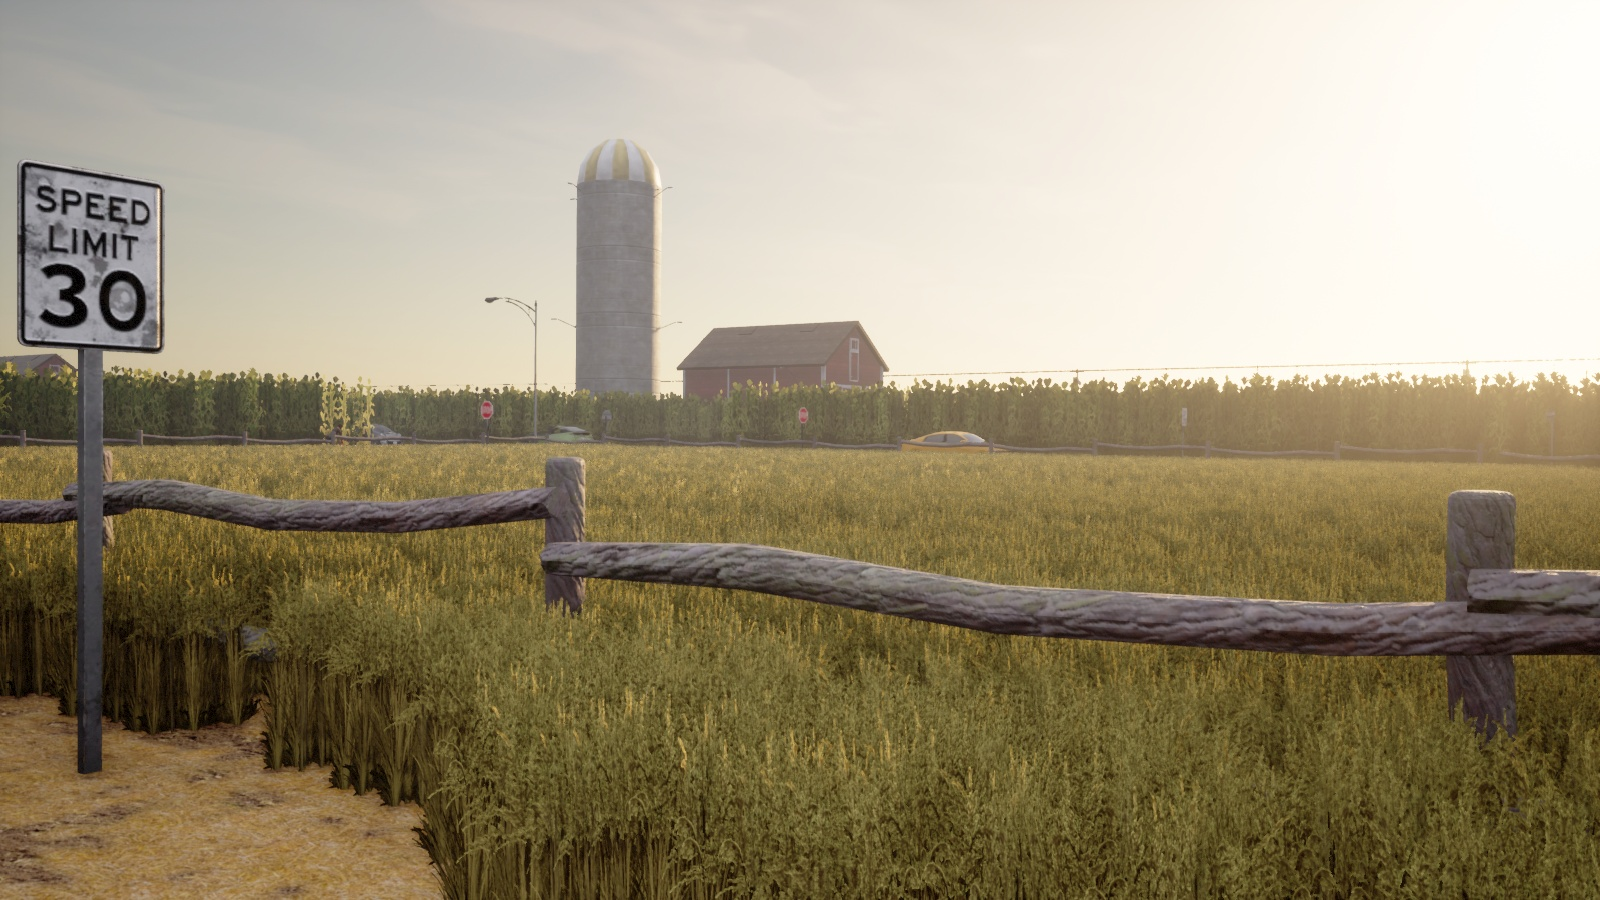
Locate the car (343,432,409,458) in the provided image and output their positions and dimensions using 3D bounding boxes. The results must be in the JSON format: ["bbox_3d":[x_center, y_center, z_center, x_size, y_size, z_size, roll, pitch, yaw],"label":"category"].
[{"bbox_3d":[-24.831,-0.291,73.466,3.633,1.501,1.845,0,1,36],"label":"car"}]

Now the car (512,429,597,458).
[{"bbox_3d":[-13.523,-0.375,69.187,4.514,1.525,2.007,1,2,36],"label":"car"}]

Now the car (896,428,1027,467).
[{"bbox_3d":[6.528,-0.123,51.046,5.008,1.535,1.882,0,1,36],"label":"car"}]
